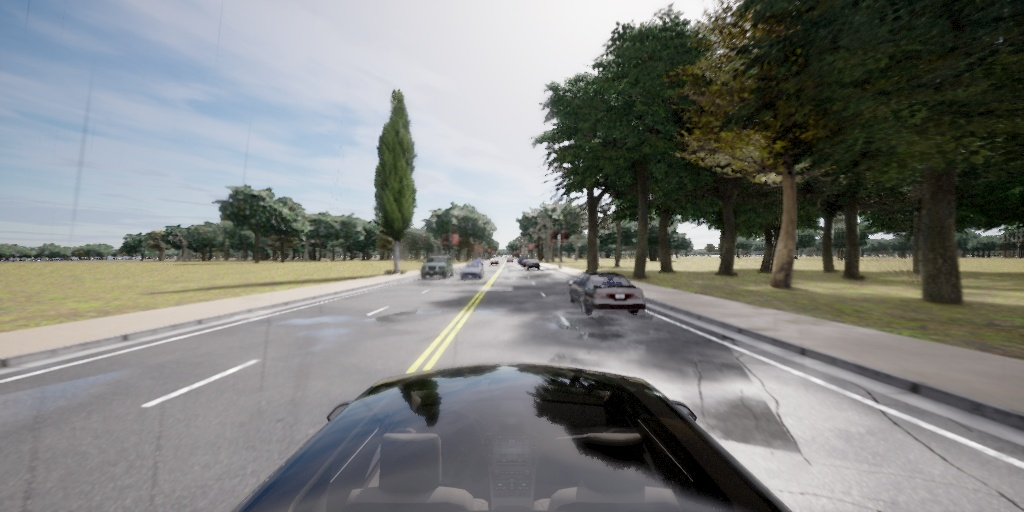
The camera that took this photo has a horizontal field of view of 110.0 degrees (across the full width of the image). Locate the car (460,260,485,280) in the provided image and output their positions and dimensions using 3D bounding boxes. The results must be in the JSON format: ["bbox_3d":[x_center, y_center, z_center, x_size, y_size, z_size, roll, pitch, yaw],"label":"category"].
[{"bbox_3d":[-3.390,1.314,31.745,2.033,1.411,5.357,0,0,0],"label":"car"}]

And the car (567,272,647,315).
[{"bbox_3d":[3.344,1.299,13.620,2.033,1.411,5.357,0,0,0],"label":"car"}]

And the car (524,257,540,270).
[{"bbox_3d":[3.122,1.297,52.666,1.837,1.490,4.892,0,0,0],"label":"car"}]

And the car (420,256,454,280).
[{"bbox_3d":[-6.640,0.988,32.394,2.150,2.045,5.566,0,0,0],"label":"car"}]

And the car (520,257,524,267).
[{"bbox_3d":[3.060,1.313,63.701,2.163,1.488,4.792,0,0,0],"label":"car"}]
